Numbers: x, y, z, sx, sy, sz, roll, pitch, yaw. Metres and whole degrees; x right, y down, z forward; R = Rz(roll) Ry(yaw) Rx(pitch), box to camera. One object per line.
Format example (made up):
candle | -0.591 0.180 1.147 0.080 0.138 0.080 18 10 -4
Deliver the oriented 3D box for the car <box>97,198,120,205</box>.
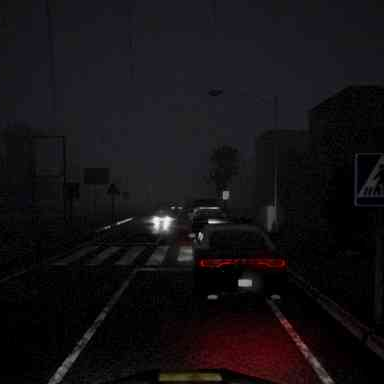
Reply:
car | -21.958 2.700 86.209 5.008 1.535 2.097 0 -1 0

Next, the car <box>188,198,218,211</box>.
car | 0.944 1.504 24.537 2.150 2.045 5.566 0 -1 0

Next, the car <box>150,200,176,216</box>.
car | -3.381 1.988 38.445 2.128 1.511 4.902 0 -1 0

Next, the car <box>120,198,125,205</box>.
car | -21.965 2.808 91.776 5.008 1.535 2.097 0 -1 0

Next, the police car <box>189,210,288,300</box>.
police car | 0.957 1.467 8.601 1.930 1.638 5.238 0 -1 0

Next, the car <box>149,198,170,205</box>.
car | -8.908 2.558 91.770 5.566 2.045 2.435 0 -1 0

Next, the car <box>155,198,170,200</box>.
car | -8.875 2.755 88.964 4.892 1.521 2.231 0 -1 0

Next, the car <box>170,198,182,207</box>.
car | -3.283 2.503 72.760 1.882 1.535 5.008 0 -1 0

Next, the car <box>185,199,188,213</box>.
car | -0.018 2.116 45.843 1.837 1.490 4.892 0 -1 0

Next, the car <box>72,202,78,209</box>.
car | -21.991 2.196 54.579 5.008 1.535 2.097 0 -1 0

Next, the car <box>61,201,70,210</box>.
car | -21.982 2.146 51.306 4.892 1.521 2.231 0 -1 0

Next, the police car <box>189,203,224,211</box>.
police car | 0.947 1.611 18.612 1.930 1.638 5.238 0 -1 0

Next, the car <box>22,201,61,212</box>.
car | -21.986 2.133 48.030 4.674 1.452 2.002 0 -1 0
